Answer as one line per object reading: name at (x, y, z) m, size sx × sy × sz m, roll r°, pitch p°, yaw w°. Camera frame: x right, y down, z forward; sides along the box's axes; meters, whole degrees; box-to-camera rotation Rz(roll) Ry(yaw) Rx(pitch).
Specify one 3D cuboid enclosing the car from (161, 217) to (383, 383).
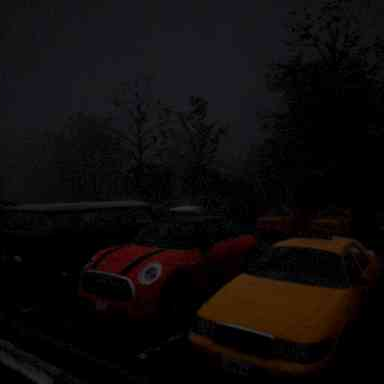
car at (2.000, 1.473, 5.664) m, size 1.946 × 1.575 × 5.366 m, roll 0°, pitch 0°, yaw 35°

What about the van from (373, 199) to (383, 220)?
van at (9.637, 1.251, 15.374) m, size 1.878 × 1.987 × 4.442 m, roll 0°, pitch 0°, yaw 35°

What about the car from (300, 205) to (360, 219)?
car at (7.528, 1.475, 17.230) m, size 1.946 × 1.575 × 5.366 m, roll 0°, pitch 0°, yaw 35°

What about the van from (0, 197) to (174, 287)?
van at (-2.694, 1.265, 9.342) m, size 1.878 × 1.987 × 4.442 m, roll 0°, pitch 0°, yaw 35°

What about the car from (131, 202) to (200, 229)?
car at (-1.719, 1.557, 23.499) m, size 2.231 × 1.521 × 4.892 m, roll -1°, pitch -1°, yaw 35°

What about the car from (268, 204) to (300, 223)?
car at (5.353, 1.482, 18.764) m, size 1.946 × 1.575 × 5.366 m, roll 0°, pitch 0°, yaw 35°

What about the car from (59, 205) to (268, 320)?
car at (-0.260, 1.351, 7.522) m, size 2.185 × 1.767 × 4.553 m, roll 0°, pitch 0°, yaw 35°

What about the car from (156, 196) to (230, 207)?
car at (0.555, 1.271, 21.884) m, size 2.435 × 2.045 × 5.566 m, roll -1°, pitch -1°, yaw 35°
